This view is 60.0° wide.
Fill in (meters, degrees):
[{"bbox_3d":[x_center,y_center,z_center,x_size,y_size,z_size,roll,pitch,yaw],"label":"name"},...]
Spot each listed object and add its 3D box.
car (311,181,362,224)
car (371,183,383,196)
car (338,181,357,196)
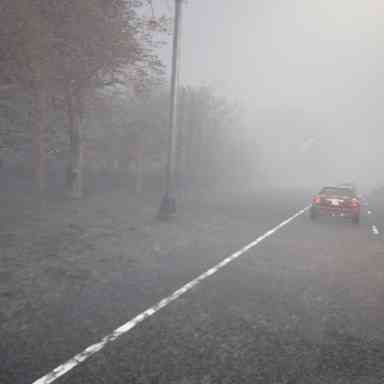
[{"bbox_3d":[7.504,0.435,17.122,2.097,1.767,4.553,5,5,26],"label":"car"},{"bbox_3d":[21.801,-0.224,38.233,2.128,1.511,4.902,5,5,26],"label":"car"},{"bbox_3d":[18.633,-0.503,39.699,1.837,1.490,4.892,5,5,26],"label":"car"}]
